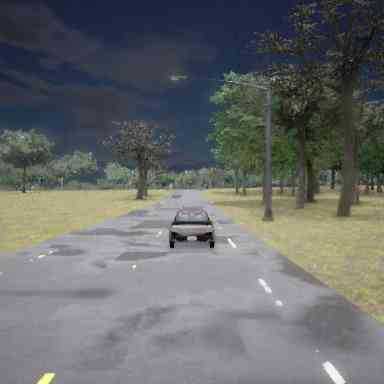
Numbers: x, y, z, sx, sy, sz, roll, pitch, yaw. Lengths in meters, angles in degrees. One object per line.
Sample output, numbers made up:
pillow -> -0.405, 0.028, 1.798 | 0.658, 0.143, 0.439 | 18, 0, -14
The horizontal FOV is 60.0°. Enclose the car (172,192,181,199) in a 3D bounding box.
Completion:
car -> -3.500, 0.794, 75.969 | 1.994, 1.385, 4.181 | 0, 1, 0

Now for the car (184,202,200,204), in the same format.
car -> 0.000, 1.581, 29.679 | 1.895, 1.301, 4.718 | 0, 0, 0

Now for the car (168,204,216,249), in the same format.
car -> 0.000, 1.497, 14.651 | 2.128, 1.511, 4.902 | 0, 0, 0
